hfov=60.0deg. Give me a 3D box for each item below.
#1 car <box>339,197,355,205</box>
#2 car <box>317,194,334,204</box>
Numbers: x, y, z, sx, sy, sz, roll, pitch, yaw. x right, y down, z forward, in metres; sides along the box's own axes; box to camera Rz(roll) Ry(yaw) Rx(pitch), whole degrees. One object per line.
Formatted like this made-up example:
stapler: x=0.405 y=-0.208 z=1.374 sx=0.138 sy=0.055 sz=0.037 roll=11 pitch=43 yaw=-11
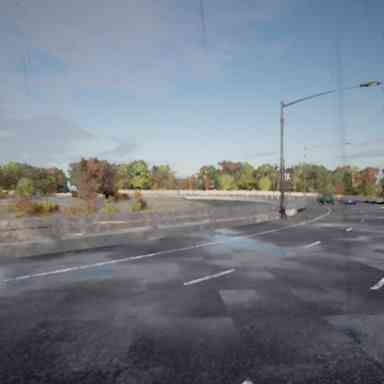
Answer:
car: x=28.738 y=1.672 z=61.754 sx=1.994 sy=1.385 sz=4.181 roll=0 pitch=0 yaw=11
car: x=25.656 y=1.322 z=64.220 sx=2.150 sy=2.045 sz=5.566 roll=0 pitch=0 yaw=9
